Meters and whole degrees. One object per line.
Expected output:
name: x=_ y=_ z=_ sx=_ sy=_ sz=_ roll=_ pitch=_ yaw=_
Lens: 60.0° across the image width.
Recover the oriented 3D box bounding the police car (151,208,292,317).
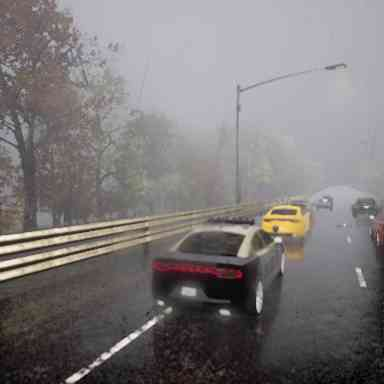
police car: x=0.968 y=1.410 z=7.773 sx=1.930 sy=1.638 sz=5.238 roll=0 pitch=0 yaw=23

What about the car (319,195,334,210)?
car: x=16.184 y=1.466 z=40.558 sx=2.033 sy=1.411 sz=5.357 roll=0 pitch=0 yaw=24

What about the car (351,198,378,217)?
car: x=15.548 y=1.292 z=29.980 sx=2.097 sy=1.767 sz=4.553 roll=0 pitch=0 yaw=23

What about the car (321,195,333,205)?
car: x=23.138 y=1.315 z=56.823 sx=1.837 sy=1.490 sz=4.892 roll=0 pitch=1 yaw=23

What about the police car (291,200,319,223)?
police car: x=7.274 y=1.381 z=22.484 sx=1.930 sy=1.638 sz=5.238 roll=0 pitch=0 yaw=23

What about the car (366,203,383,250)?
car: x=8.613 y=1.448 z=13.809 sx=1.882 sy=1.535 sz=5.008 roll=0 pitch=0 yaw=23

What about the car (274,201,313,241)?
car: x=4.866 y=1.445 z=16.867 sx=1.882 sy=1.535 sz=5.008 roll=0 pitch=0 yaw=23
